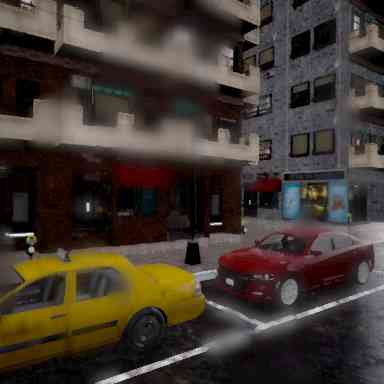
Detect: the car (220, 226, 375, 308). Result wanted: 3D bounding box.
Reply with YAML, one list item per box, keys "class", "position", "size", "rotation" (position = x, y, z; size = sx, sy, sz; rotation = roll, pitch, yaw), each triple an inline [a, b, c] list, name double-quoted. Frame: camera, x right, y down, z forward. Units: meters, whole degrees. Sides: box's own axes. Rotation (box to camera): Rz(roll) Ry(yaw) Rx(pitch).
- class: "car"
  position: [2.589, 1.546, 7.935]
  size: [4.507, 1.381, 1.887]
  rotation: [0, 1, -35]

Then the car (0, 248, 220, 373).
- class: "car"
  position: [-2.067, 1.525, 4.614]
  size: [4.829, 1.417, 1.752]
  rotation: [0, 1, -35]
